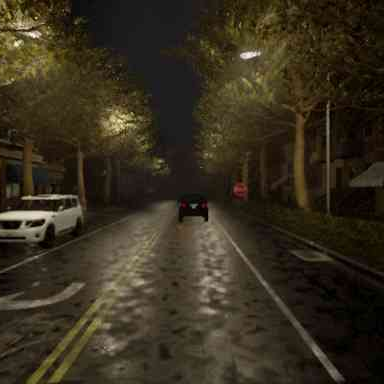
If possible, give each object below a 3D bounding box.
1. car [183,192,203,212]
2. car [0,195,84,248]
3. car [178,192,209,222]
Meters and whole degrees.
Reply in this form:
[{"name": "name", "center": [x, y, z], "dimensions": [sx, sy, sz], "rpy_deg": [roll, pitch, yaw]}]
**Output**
[{"name": "car", "center": [0.073, 1.033, 37.900], "dimensions": [2.150, 2.045, 5.566], "rpy_deg": [0, 0, 0]}, {"name": "car", "center": [-6.552, 1.155, 14.689], "dimensions": [2.435, 2.045, 5.566], "rpy_deg": [0, 0, 0]}, {"name": "car", "center": [0.104, 1.095, 25.455], "dimensions": [2.150, 2.045, 5.566], "rpy_deg": [0, 0, 0]}]
